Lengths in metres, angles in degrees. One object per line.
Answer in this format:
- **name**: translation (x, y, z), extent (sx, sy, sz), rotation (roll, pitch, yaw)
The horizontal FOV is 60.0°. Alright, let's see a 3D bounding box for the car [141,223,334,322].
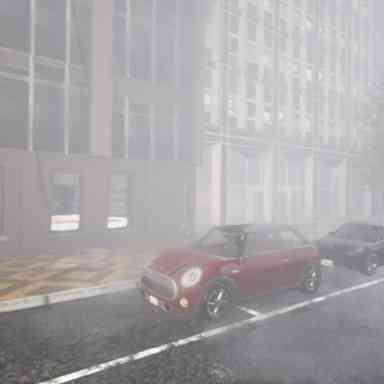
- **car**: translation (0.936, 1.450, 7.208), extent (4.097, 1.590, 1.967), rotation (0, 1, -35)

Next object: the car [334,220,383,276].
- **car**: translation (5.542, 1.588, 10.491), extent (4.313, 1.339, 1.947), rotation (0, 1, -35)
